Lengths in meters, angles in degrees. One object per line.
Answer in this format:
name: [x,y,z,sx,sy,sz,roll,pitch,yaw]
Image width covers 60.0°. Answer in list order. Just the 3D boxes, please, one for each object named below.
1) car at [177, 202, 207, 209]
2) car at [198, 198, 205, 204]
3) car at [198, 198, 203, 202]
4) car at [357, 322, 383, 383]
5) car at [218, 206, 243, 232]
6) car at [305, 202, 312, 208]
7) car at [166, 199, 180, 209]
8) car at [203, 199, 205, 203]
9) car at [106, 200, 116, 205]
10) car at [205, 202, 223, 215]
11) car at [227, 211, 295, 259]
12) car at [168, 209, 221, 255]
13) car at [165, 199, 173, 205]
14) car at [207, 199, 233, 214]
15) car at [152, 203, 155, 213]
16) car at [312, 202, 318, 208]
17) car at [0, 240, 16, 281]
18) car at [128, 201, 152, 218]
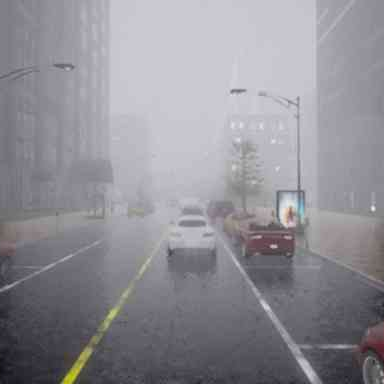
car: [0.012,1.865,28.535,1.994,1.385,4.181,0,-1,0]
car: [2.657,2.450,95.525,1.967,1.590,4.097,1,-1,0]
car: [2.659,2.496,90.001,1.887,1.381,4.507,1,-1,0]
car: [2.698,1.605,2.052,1.802,1.307,4.206,1,-1,0]
car: [2.691,1.725,18.900,1.752,1.417,4.829,1,-1,0]
car: [20.819,2.442,65.698,4.097,1.590,1.967,1,-2,0]
car: [-3.044,1.937,55.648,2.097,1.767,4.553,0,0,0]
car: [2.685,1.688,35.410,2.192,1.841,5.009,1,-1,0]
car: [-17.280,1.947,65.362,4.507,1.381,1.887,1,-2,0]
car: [2.680,1.976,40.967,1.887,1.381,4.507,1,-1,0]
car: [2.693,1.684,13.171,1.887,1.381,4.507,1,-1,0]
car: [0.021,1.672,13.897,1.812,1.442,4.674,0,0,1]
car: [-5.719,2.415,84.318,1.752,1.417,4.829,1,-1,0]
car: [2.688,1.630,29.850,2.192,1.841,5.009,1,-1,0]
car: [-5.698,1.871,40.965,1.967,1.590,4.097,1,-1,0]
car: [26.225,2.781,74.050,4.829,1.417,1.752,1,-2,0]
car: [-5.685,1.663,7.608,1.802,1.307,4.206,1,-1,0]
car: [-5.697,1.896,35.235,1.752,1.417,4.829,1,-1,0]
